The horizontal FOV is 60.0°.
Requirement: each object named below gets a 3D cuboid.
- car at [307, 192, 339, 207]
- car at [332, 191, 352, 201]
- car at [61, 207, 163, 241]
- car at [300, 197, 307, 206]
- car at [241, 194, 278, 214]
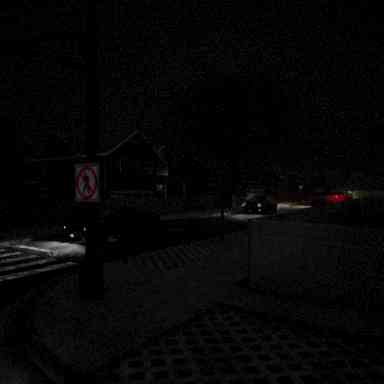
[{"bbox_3d":[16.044,1.144,40.542,1.882,1.535,5.008,0,1,35],"label":"car"},{"bbox_3d":[21.892,0.800,48.705,2.150,2.045,5.566,0,1,38],"label":"car"},{"bbox_3d":[-3.685,1.459,16.485,2.033,1.411,5.357,0,1,33],"label":"car"},{"bbox_3d":[16.544,1.229,46.153,1.994,1.385,4.181,0,1,36],"label":"car"},{"bbox_3d":[6.441,1.119,31.545,2.097,1.767,4.553,0,0,34],"label":"car"}]
